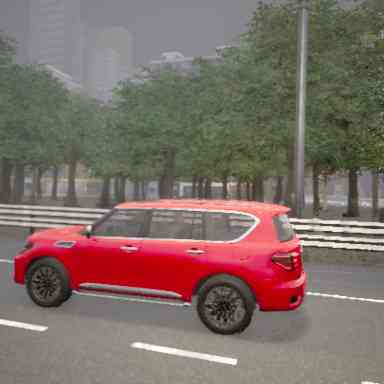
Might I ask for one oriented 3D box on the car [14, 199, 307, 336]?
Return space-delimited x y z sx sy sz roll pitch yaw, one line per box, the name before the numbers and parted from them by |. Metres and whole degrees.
car | -0.666 1.158 6.554 5.566 2.045 2.150 2 0 16
